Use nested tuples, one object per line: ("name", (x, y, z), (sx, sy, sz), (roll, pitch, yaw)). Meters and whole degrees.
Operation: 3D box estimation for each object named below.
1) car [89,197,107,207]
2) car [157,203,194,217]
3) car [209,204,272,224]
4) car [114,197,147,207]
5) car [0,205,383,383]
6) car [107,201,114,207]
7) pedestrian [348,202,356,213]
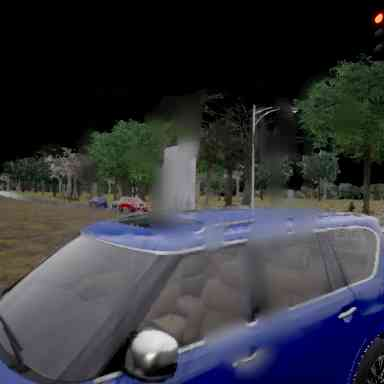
("car", (-18.383, 1.962, 65.213), (2.150, 2.045, 5.566), (3, -2, -36))
("car", (-1.862, 1.926, 35.889), (1.994, 1.385, 4.181), (3, -2, -37))
("car", (3.950, 1.791, 27.833), (2.033, 1.411, 5.357), (3, -2, -36))
("car", (-7.952, 1.678, 44.416), (2.150, 2.045, 5.566), (3, -2, -35))
("car", (-0.166, 1.222, 2.936), (5.566, 2.045, 2.150), (0, 0, -36))
("car", (-12.293, 2.186, 56.734), (1.837, 1.490, 4.892), (3, -2, -36))
("pedestrian", (13.341, 1.715, 27.808), (0.375, 1.860, 0.375), (2, -1, -36))
